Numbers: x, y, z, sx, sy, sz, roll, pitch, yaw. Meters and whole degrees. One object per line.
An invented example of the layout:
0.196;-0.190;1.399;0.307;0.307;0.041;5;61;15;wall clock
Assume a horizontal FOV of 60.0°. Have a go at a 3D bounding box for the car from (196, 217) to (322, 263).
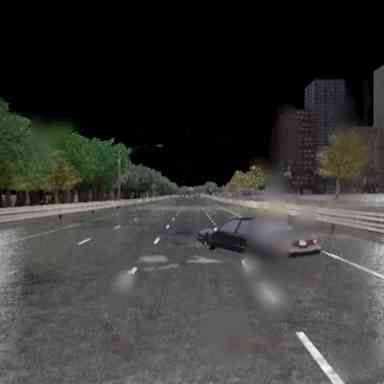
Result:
2.224;1.670;12.608;2.033;1.411;5.357;0;-1;-30;car
